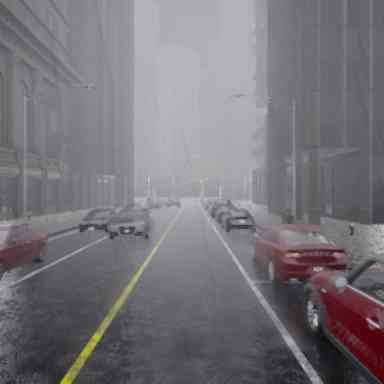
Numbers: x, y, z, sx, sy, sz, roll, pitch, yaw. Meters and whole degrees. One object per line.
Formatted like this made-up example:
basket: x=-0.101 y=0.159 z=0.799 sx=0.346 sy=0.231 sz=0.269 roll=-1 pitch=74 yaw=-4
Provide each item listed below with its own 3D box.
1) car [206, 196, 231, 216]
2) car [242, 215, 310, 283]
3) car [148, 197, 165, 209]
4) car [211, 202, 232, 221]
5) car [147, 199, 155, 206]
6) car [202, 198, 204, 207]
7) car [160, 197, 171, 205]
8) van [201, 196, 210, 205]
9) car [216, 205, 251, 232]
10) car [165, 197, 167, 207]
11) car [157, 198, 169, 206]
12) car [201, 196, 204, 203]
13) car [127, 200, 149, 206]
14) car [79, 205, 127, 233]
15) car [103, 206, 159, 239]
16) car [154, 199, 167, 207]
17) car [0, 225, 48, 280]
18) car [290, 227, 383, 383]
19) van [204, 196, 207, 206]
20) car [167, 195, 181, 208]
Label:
car: x=2.831 y=1.533 z=32.230 sx=2.192 sy=1.841 sz=5.009 roll=-1 pitch=0 yaw=0
car: x=2.845 y=1.614 z=9.731 sx=1.887 sy=1.381 sz=4.507 roll=-1 pitch=0 yaw=0
car: x=-5.702 y=1.639 z=49.097 sx=2.192 sy=1.841 sz=5.009 roll=-1 pitch=0 yaw=0
car: x=2.837 y=1.747 z=26.604 sx=1.947 sy=1.339 sz=4.313 roll=-1 pitch=0 yaw=0
car: x=-5.695 y=1.798 z=37.846 sx=1.887 sy=1.381 sz=4.507 roll=-1 pitch=0 yaw=0
car: x=2.826 y=1.907 z=49.101 sx=1.802 sy=1.307 sz=4.206 roll=-1 pitch=0 yaw=0
car: x=-5.712 y=1.901 z=71.594 sx=1.967 sy=1.590 sz=4.097 roll=-1 pitch=0 yaw=0
van: x=2.812 y=1.802 z=71.600 sx=1.690 sy=1.788 sz=3.998 roll=-1 pitch=0 yaw=0
car: x=2.840 y=1.710 z=20.980 sx=1.947 sy=1.339 sz=4.313 roll=-1 pitch=0 yaw=0
car: x=-5.703 y=1.904 z=54.720 sx=1.887 sy=1.381 sz=4.507 roll=-1 pitch=0 yaw=0
car: x=-5.708 y=1.993 z=65.970 sx=1.947 sy=1.339 sz=4.313 roll=-1 pitch=0 yaw=0
car: x=2.820 y=1.920 z=60.520 sx=1.752 sy=1.417 sz=4.829 roll=-1 pitch=0 yaw=0
car: x=-5.691 y=1.783 z=32.221 sx=1.947 sy=1.339 sz=4.313 roll=-1 pitch=0 yaw=0
car: x=-5.686 y=1.710 z=20.973 sx=1.947 sy=1.339 sz=4.313 roll=-1 pitch=0 yaw=0
car: x=-3.110 y=1.688 z=17.911 sx=1.994 sy=1.385 sz=4.181 roll=0 pitch=0 yaw=0
car: x=-5.706 y=1.944 z=60.344 sx=2.008 sy=1.369 sz=4.403 roll=-1 pitch=0 yaw=0
car: x=-5.680 y=1.651 z=9.723 sx=1.802 sy=1.307 sz=4.206 roll=-1 pitch=0 yaw=0
car: x=2.847 y=1.470 z=4.107 sx=1.967 sy=1.590 sz=4.097 roll=-1 pitch=0 yaw=0
van: x=2.827 y=1.631 z=43.478 sx=1.690 sy=1.788 sz=3.998 roll=-1 pitch=0 yaw=0
car: x=-3.086 y=1.589 z=56.402 sx=2.150 sy=2.045 sz=5.566 roll=0 pitch=0 yaw=1
